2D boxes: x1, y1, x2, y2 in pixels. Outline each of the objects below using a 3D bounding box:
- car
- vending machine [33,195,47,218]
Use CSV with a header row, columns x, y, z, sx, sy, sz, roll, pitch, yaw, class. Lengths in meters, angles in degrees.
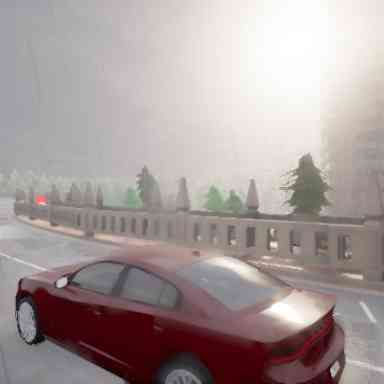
x,y,z,sx,sy,sz,roll,pitch,yaw,class
-0.605,1.502,4.664,5.008,1.535,1.882,0,0,38,car
-14.181,1.337,31.093,1.100,2.100,0.880,0,0,-32,vending machine
